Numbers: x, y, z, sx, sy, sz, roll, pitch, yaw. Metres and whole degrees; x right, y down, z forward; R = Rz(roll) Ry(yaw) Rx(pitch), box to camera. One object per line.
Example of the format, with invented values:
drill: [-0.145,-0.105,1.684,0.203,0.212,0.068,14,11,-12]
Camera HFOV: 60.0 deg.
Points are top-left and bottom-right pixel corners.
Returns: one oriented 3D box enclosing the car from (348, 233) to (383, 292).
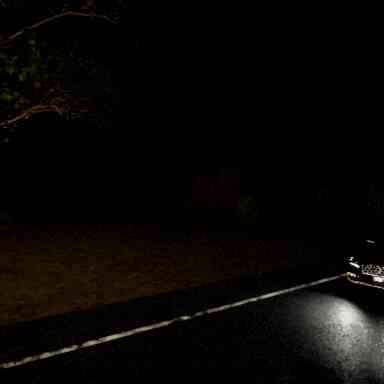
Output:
car: [5.740,1.510,8.162,4.892,1.490,1.837,0,0,-36]
